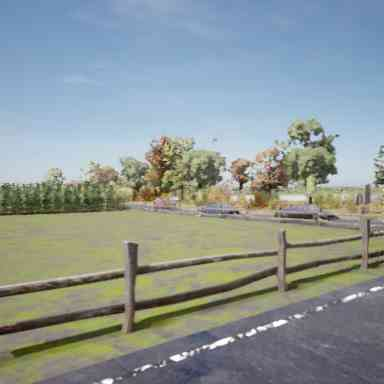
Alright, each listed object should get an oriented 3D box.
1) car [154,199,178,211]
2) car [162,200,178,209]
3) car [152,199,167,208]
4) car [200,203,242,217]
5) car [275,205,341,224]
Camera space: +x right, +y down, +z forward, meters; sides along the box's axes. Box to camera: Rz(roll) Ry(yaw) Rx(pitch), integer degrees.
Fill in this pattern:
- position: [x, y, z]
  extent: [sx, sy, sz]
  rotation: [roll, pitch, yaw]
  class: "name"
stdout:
- position: [-3.940, 1.899, 48.940]
  extent: [2.097, 1.767, 4.553]
  rotation: [-1, -1, -24]
  class: "car"
- position: [-3.770, 2.126, 56.333]
  extent: [1.812, 1.442, 4.674]
  rotation: [-1, -1, -17]
  class: "car"
- position: [-6.424, 2.198, 65.612]
  extent: [2.128, 1.511, 4.902]
  rotation: [-1, 0, -16]
  class: "car"
- position: [3.094, 1.914, 36.761]
  extent: [2.033, 1.411, 5.357]
  rotation: [-1, 0, -35]
  class: "car"
- position: [9.411, 1.761, 27.630]
  extent: [2.033, 1.411, 5.357]
  rotation: [-1, 0, -35]
  class: "car"
